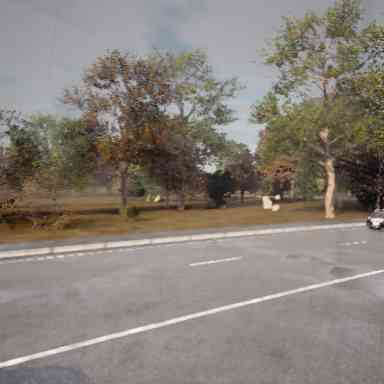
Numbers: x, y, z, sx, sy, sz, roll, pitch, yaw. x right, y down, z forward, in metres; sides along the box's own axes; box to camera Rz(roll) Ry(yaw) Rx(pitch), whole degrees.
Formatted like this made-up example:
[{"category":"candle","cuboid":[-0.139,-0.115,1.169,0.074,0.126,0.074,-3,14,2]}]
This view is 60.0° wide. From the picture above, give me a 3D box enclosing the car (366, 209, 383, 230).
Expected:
[{"category":"car","cuboid":[12.260,1.466,19.355,4.902,1.511,2.128,0,0,-28]}]
